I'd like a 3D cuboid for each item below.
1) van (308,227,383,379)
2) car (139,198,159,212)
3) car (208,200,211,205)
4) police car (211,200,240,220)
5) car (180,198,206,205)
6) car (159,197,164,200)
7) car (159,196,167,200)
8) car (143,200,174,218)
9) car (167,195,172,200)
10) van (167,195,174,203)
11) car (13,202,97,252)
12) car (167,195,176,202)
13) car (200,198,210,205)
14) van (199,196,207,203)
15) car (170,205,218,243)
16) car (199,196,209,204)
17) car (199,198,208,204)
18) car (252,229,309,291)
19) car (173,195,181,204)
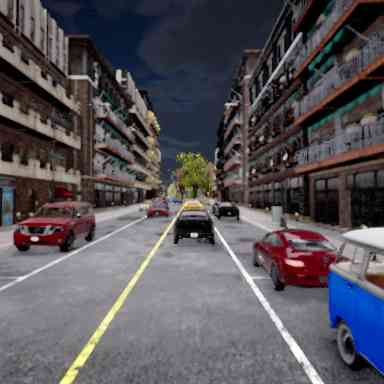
[{"bbox_3d":[2.704,1.359,3.166,1.690,1.788,3.998,1,0,0],"label":"van"},{"bbox_3d":[-5.682,1.762,42.666,1.752,1.417,4.829,1,0,0],"label":"car"},{"bbox_3d":[3.143,1.709,37.068,1.837,1.490,4.892,0,0,0],"label":"car"},{"bbox_3d":[3.132,1.591,30.178,1.930,1.638,5.238,0,0,0],"label":"police car"},{"bbox_3d":[0.096,1.663,33.561,1.882,1.535,5.008,0,0,0],"label":"car"},{"bbox_3d":[-5.682,1.814,48.496,1.887,1.381,4.507,1,0,0],"label":"car"},{"bbox_3d":[-5.681,1.742,54.160,1.967,1.590,4.097,1,0,0],"label":"car"},{"bbox_3d":[-3.099,1.739,31.683,1.994,1.385,4.181,0,0,0],"label":"car"},{"bbox_3d":[-5.679,1.682,65.483,2.192,1.841,5.009,1,0,0],"label":"car"},{"bbox_3d":[-5.681,1.842,88.129,1.690,1.788,3.998,1,0,0],"label":"van"},{"bbox_3d":[-5.676,1.395,14.529,2.192,1.841,5.009,1,0,0],"label":"car"},{"bbox_3d":[-5.681,1.850,93.790,2.192,1.841,5.009,1,0,0],"label":"car"},{"bbox_3d":[2.701,1.945,71.105,1.887,1.381,4.507,1,0,0],"label":"car"},{"bbox_3d":[2.686,1.808,82.429,1.690,1.788,3.998,1,0,0],"label":"van"},{"bbox_3d":[0.096,1.596,16.553,1.837,1.490,4.892,0,0,0],"label":"car"},{"bbox_3d":[2.699,1.893,65.614,1.752,1.417,4.829,1,0,0],"label":"car"},{"bbox_3d":[2.704,1.999,76.767,1.947,1.339,4.313,1,0,0],"label":"car"},{"bbox_3d":[2.700,1.631,8.826,1.802,1.307,4.206,1,0,0],"label":"car"},{"bbox_3d":[-3.004,1.942,72.832,2.033,1.411,5.357,0,0,0],"label":"car"}]
